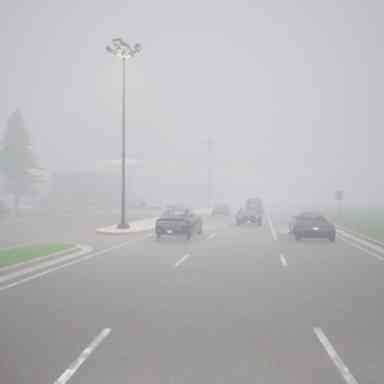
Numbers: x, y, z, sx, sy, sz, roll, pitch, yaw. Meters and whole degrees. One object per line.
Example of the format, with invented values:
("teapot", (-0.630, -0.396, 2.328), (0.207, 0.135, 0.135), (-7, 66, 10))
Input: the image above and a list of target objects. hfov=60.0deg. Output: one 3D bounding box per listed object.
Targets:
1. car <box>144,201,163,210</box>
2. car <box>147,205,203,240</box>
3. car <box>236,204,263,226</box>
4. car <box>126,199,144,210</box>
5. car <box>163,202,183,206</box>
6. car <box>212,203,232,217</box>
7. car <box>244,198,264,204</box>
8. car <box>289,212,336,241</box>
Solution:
("car", (-5.501, 2.150, 52.074), (1.812, 1.442, 4.674), (0, -1, 12))
("car", (-0.602, 1.716, 18.516), (2.128, 1.511, 4.902), (0, -1, 11))
("car", (4.612, 1.930, 26.574), (1.895, 1.301, 4.718), (0, -1, 12))
("car", (-8.811, 1.986, 53.321), (2.097, 1.767, 4.553), (0, -1, 12))
("car", (-2.421, 2.202, 49.782), (1.895, 1.301, 4.718), (0, -1, 12))
("car", (3.442, 2.014, 38.055), (2.033, 1.411, 5.357), (0, -1, 11))
("car", (7.511, 1.724, 40.411), (2.150, 2.045, 5.566), (0, 0, 11))
("car", (6.503, 1.796, 18.330), (1.994, 1.385, 4.181), (0, -1, 11))
